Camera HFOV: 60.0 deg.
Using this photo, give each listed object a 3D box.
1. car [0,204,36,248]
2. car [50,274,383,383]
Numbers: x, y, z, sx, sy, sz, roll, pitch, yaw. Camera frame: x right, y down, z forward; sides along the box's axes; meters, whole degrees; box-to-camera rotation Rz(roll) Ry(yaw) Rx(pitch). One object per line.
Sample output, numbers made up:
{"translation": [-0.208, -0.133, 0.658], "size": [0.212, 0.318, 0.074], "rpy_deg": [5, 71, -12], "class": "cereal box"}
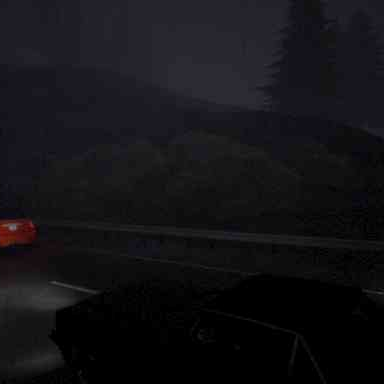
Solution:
{"translation": [-8.452, 1.352, 13.418], "size": [4.553, 1.767, 2.097], "rpy_deg": [0, 0, 31], "class": "car"}
{"translation": [0.623, 1.596, 3.445], "size": [4.718, 1.301, 1.895], "rpy_deg": [0, 0, 35], "class": "car"}
